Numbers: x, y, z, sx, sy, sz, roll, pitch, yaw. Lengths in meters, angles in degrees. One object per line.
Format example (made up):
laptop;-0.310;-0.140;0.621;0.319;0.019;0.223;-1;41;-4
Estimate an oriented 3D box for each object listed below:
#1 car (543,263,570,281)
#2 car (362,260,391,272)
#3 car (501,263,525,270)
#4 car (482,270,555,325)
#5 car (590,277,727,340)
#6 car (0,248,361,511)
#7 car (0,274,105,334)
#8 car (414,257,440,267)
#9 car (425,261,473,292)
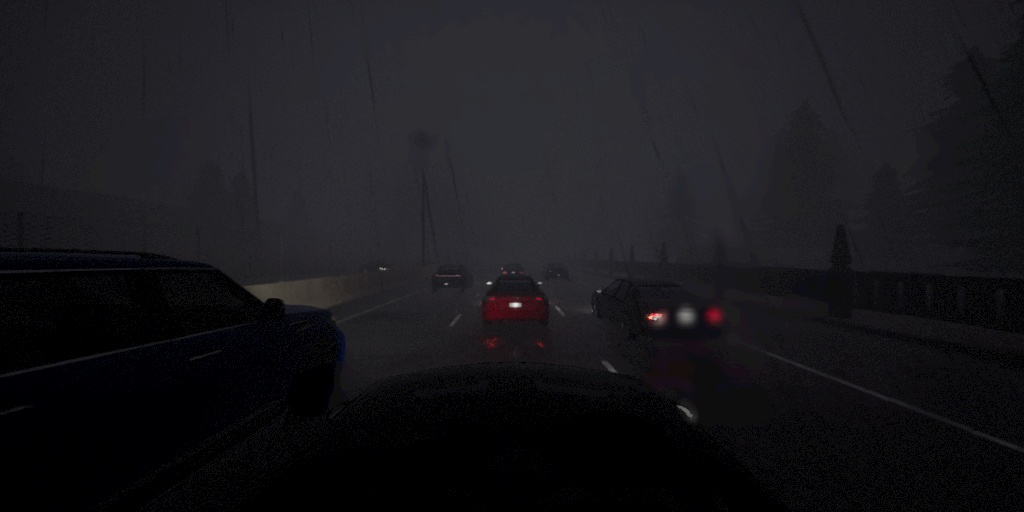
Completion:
car;3.604;1.280;29.925;1.812;1.442;4.674;0;0;0
car;-14.090;1.246;37.032;2.128;1.511;4.902;0;0;0
car;0.091;1.302;29.615;2.033;1.411;5.357;0;0;0
car;0.096;1.316;11.848;1.994;1.385;4.181;0;0;0
car;3.597;1.299;9.909;2.033;1.411;5.357;0;0;0
car;-3.400;0.971;2.663;2.150;2.045;5.566;0;0;0
car;-14.103;1.298;8.843;2.033;1.411;5.357;0;0;0
car;-10.597;1.234;43.880;1.882;1.535;5.008;0;0;0
car;-3.406;1.244;21.043;2.128;1.511;4.902;0;0;0
